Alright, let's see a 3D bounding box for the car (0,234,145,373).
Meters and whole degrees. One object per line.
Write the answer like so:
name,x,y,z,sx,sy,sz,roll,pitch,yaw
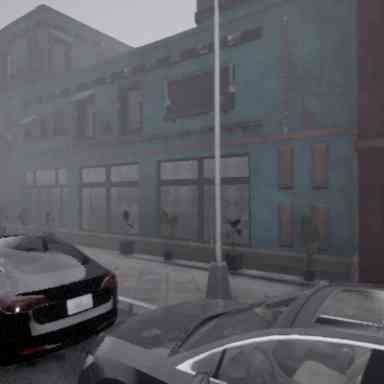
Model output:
car,-3.342,1.469,5.638,4.792,1.488,2.163,1,0,36
